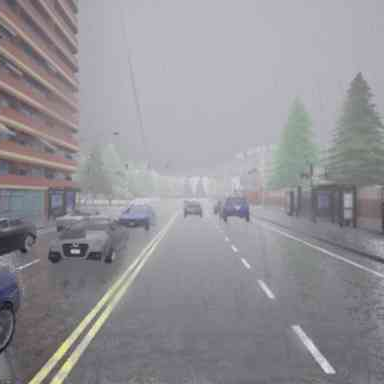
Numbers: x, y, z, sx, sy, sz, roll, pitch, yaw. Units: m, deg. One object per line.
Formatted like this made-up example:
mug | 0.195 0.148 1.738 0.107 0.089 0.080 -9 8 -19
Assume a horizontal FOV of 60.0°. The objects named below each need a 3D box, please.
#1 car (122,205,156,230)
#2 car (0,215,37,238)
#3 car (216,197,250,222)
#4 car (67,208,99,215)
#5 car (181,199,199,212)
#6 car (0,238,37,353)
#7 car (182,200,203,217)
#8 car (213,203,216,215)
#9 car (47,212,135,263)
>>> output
car | -3.554 1.639 22.372 1.882 1.535 5.008 0 0 0
car | -7.079 1.574 11.277 2.128 1.511 4.902 0 0 0
car | 3.620 1.428 29.011 2.150 2.045 5.566 0 -1 0
car | -7.056 1.756 21.438 1.895 1.301 4.718 0 0 0
car | -0.343 1.816 45.806 2.128 1.511 4.902 0 0 -5
car | -3.582 1.552 3.449 1.812 1.442 4.674 0 0 0
car | 0.124 1.739 34.139 2.128 1.511 4.902 0 0 0
car | 3.527 1.628 38.360 2.097 1.767 4.553 0 0 0
car | -3.571 1.653 12.220 1.994 1.385 4.181 0 0 1
